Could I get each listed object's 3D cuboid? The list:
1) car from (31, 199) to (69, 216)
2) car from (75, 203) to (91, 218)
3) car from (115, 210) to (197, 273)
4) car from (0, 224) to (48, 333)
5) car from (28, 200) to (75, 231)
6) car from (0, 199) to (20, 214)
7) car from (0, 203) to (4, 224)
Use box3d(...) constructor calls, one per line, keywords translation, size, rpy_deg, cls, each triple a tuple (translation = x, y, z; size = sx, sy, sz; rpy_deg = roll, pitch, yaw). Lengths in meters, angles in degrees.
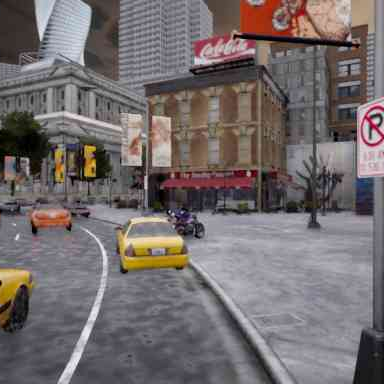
box3d(translation=(-14.167, 1.507, 33.065), size=(2.002, 1.452, 4.674), rpy_deg=(0, 0, -44), cls="car")
box3d(translation=(-10.377, 1.586, 28.766), size=(1.895, 1.301, 4.718), rpy_deg=(0, 0, -34), cls="car")
box3d(translation=(-1.478, 1.456, 10.764), size=(1.801, 1.575, 5.366), rpy_deg=(0, 0, -15), cls="car")
box3d(translation=(-3.432, 1.453, 3.705), size=(1.801, 1.575, 5.366), rpy_deg=(0, 0, -7), cls="car")
box3d(translation=(-8.699, 1.344, 20.177), size=(2.097, 1.767, 4.553), rpy_deg=(0, 0, -29), cls="car")
box3d(translation=(-18.864, 1.474, 33.320), size=(4.902, 1.511, 2.128), rpy_deg=(0, 0, 43), cls="car")
box3d(translation=(-12.013, 1.554, 18.949), size=(1.994, 1.385, 4.181), rpy_deg=(0, 0, -29), cls="car")
